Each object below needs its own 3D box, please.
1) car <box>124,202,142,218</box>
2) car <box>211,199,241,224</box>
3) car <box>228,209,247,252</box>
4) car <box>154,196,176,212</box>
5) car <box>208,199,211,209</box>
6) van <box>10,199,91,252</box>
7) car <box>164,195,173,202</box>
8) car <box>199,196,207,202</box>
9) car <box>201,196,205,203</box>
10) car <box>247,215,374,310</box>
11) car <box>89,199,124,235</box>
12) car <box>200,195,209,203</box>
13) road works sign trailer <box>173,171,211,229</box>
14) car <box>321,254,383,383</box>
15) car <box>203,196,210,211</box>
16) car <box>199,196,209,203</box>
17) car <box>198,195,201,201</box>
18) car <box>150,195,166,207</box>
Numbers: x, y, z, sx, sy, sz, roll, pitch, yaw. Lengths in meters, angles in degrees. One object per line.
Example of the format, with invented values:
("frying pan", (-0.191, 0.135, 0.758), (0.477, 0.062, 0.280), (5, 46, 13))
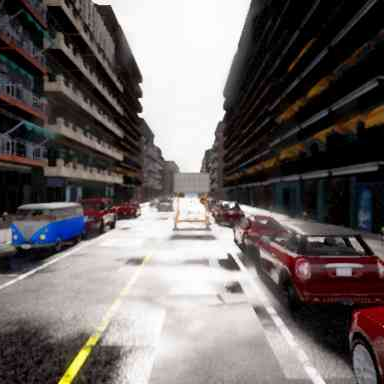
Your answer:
("car", (-5.695, 1.573, 30.488), (1.887, 1.381, 4.507), (0, 0, 0))
("car", (2.686, 1.457, 24.804), (1.967, 1.590, 4.097), (0, 0, 0))
("car", (2.688, 1.583, 13.484), (1.802, 1.307, 4.206), (0, 0, 0))
("car", (-3.092, 1.571, 39.486), (1.812, 1.442, 4.674), (0, 0, 0))
("car", (2.686, 1.554, 30.636), (1.752, 1.417, 4.829), (0, 0, 0))
("van", (-5.692, 1.343, 13.505), (1.690, 1.788, 3.998), (0, 0, 0))
("car", (-5.702, 1.615, 81.445), (1.967, 1.590, 4.097), (0, 0, 0))
("car", (2.679, 1.724, 81.422), (2.008, 1.369, 4.403), (0, 0, 0))
("car", (2.683, 1.606, 47.456), (1.887, 1.381, 4.507), (0, 0, 0))
("car", (2.689, 1.440, 7.821), (1.967, 1.590, 4.097), (0, 0, 0))
("car", (-5.694, 1.324, 19.165), (2.192, 1.841, 5.009), (0, 0, 0))
("car", (2.682, 1.600, 53.285), (1.752, 1.417, 4.829), (0, 0, 0))
("road works sign trailer", (-0.002, 0.476, 21.432), (2.380, 3.560, 2.880), (0, 0, 0))
("car", (2.690, 1.544, 2.161), (1.887, 1.381, 4.507), (0, 0, 0))
("car", (2.684, 1.595, 41.791), (1.887, 1.381, 4.507), (0, 0, 0))
("car", (2.679, 1.702, 75.761), (2.008, 1.369, 4.403), (0, 0, 0))
("car", (2.679, 1.445, 70.099), (2.192, 1.841, 5.009), (0, 0, 0))
("car", (-5.698, 1.600, 52.966), (1.752, 1.417, 4.829), (0, 0, 0))
